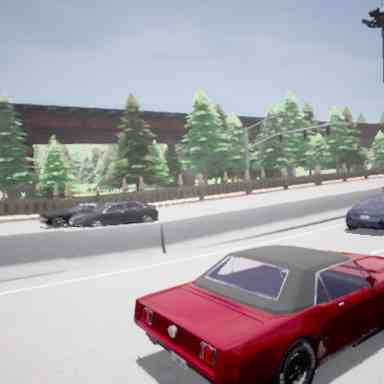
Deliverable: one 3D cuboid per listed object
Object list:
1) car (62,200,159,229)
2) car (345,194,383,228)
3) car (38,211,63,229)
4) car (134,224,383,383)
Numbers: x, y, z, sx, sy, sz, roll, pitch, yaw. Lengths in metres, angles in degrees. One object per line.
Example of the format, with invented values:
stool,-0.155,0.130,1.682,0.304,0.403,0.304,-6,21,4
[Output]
car,-4.149,1.250,18.230,4.892,1.490,1.837,-4,2,-35
car,8.312,0.773,14.047,4.181,1.385,1.994,-6,4,-36
car,-6.874,1.384,20.587,4.718,1.301,1.895,-3,2,-35
car,1.661,1.472,4.943,4.718,1.301,1.895,-3,2,-36
